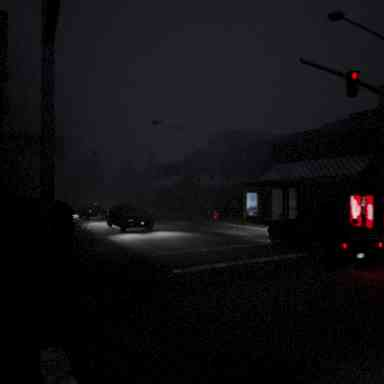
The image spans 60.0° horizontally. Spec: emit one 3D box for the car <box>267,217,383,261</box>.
[{"bbox_3d":[4.637,1.586,12.394,1.895,1.301,4.718,1,2,-15],"label":"car"}]

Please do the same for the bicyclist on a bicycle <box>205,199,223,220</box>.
[{"bbox_3d":[1.711,1.336,25.935,1.656,1.620,0.582,0,0,-29],"label":"bicyclist on a bicycle"}]

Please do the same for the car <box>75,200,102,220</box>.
[{"bbox_3d":[-8.697,1.665,29.378,1.895,1.301,4.718,0,-1,-29],"label":"car"}]

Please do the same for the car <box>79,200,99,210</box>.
[{"bbox_3d":[-15.200,1.893,48.893,1.895,1.301,4.718,0,-4,-28],"label":"car"}]

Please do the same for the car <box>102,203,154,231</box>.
[{"bbox_3d":[-3.901,1.500,20.603,1.837,1.490,4.892,0,0,-29],"label":"car"}]

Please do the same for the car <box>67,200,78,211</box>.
[{"bbox_3d":[-13.656,1.627,38.521,2.128,1.511,4.902,0,0,-28],"label":"car"}]
